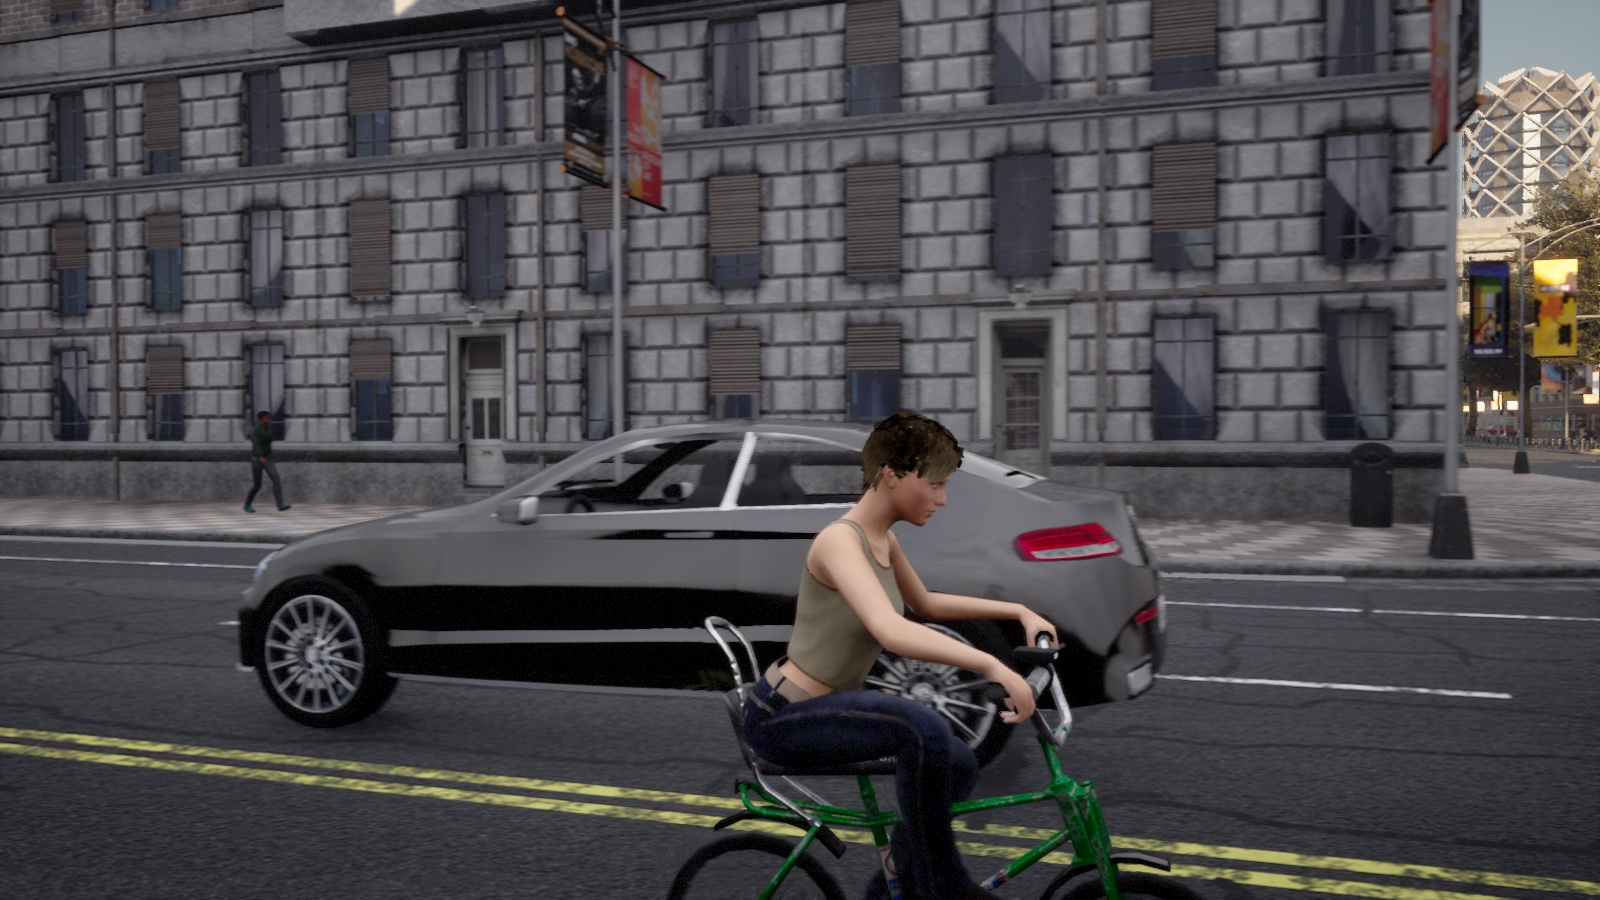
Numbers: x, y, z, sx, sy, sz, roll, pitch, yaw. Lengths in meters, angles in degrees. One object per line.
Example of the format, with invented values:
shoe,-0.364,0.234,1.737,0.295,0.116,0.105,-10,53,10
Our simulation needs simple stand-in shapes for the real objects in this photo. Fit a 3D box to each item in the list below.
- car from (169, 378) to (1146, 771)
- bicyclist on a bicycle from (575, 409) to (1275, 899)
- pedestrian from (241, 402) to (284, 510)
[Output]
car,-0.720,0.488,7.085,5.027,1.651,2.152,1,1,18
bicyclist on a bicycle,0.333,0.715,3.081,1.509,1.612,0.866,1,1,19
pedestrian,-9.267,0.096,21.670,0.614,1.847,0.353,1,1,23
